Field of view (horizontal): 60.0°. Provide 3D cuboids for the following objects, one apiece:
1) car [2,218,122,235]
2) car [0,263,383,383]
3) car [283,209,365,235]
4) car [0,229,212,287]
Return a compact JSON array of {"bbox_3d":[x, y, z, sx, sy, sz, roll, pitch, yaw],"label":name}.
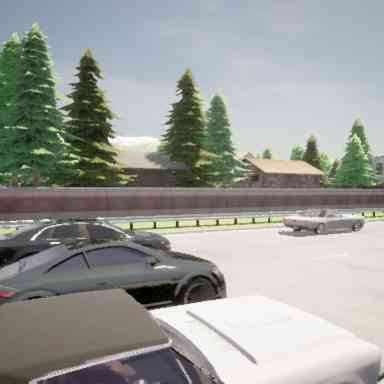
[{"bbox_3d":[-2.966,1.504,9.453,4.892,1.490,1.837,0,0,-27],"label":"car"},{"bbox_3d":[-0.583,1.600,2.813,4.718,1.301,1.895,0,0,-27],"label":"car"},{"bbox_3d":[7.497,1.599,18.705,4.718,1.301,1.895,0,0,-27],"label":"car"},{"bbox_3d":[-1.444,1.563,6.301,4.181,1.385,1.994,0,0,-27],"label":"car"}]
